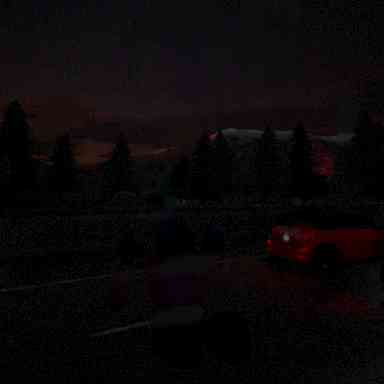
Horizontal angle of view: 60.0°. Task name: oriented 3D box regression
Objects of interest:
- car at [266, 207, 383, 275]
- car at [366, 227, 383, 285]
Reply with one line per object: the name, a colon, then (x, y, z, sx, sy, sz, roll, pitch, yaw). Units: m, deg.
car: (4.689, 1.338, 10.452, 4.553, 1.767, 2.097, 0, 0, -23)
car: (6.221, 1.551, 7.311, 4.181, 1.385, 1.994, 0, 0, -25)
